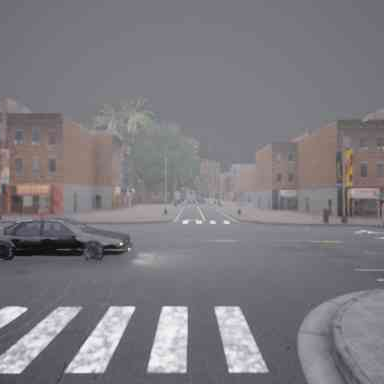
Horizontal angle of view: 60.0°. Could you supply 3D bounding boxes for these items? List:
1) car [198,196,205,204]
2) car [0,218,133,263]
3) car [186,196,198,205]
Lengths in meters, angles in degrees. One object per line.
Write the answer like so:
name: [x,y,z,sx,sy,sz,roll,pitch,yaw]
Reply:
car: [2.817,2.594,94.478,1.947,1.339,4.313,0,-1,0]
car: [-4.917,1.637,11.891,5.357,1.411,2.033,1,-1,0]
car: [-0.129,1.888,70.268,1.837,1.490,4.892,0,-1,0]
